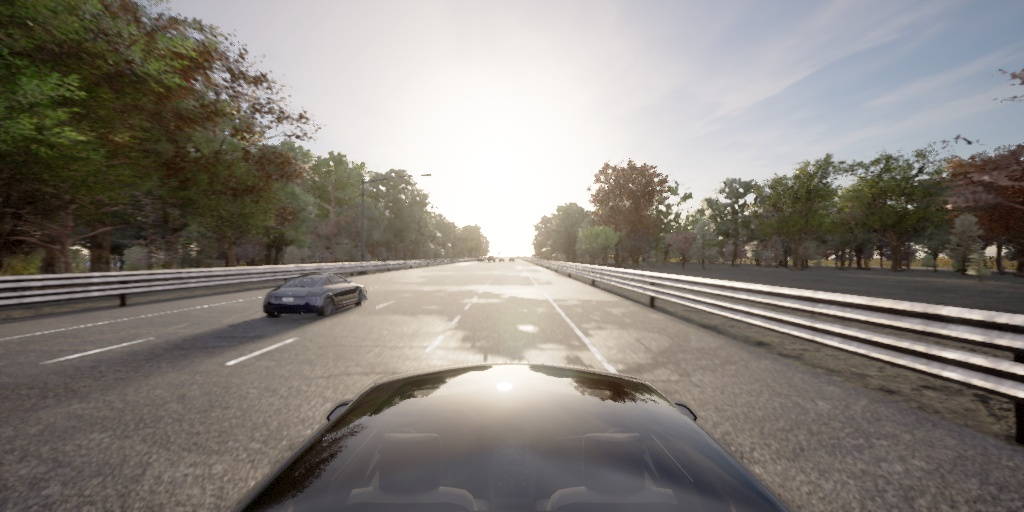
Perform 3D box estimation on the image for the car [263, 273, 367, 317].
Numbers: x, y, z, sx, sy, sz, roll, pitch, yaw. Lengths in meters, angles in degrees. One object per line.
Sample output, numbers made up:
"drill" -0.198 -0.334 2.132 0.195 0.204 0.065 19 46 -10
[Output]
"car" -6.998 1.330 13.208 1.994 1.385 4.181 0 0 0
